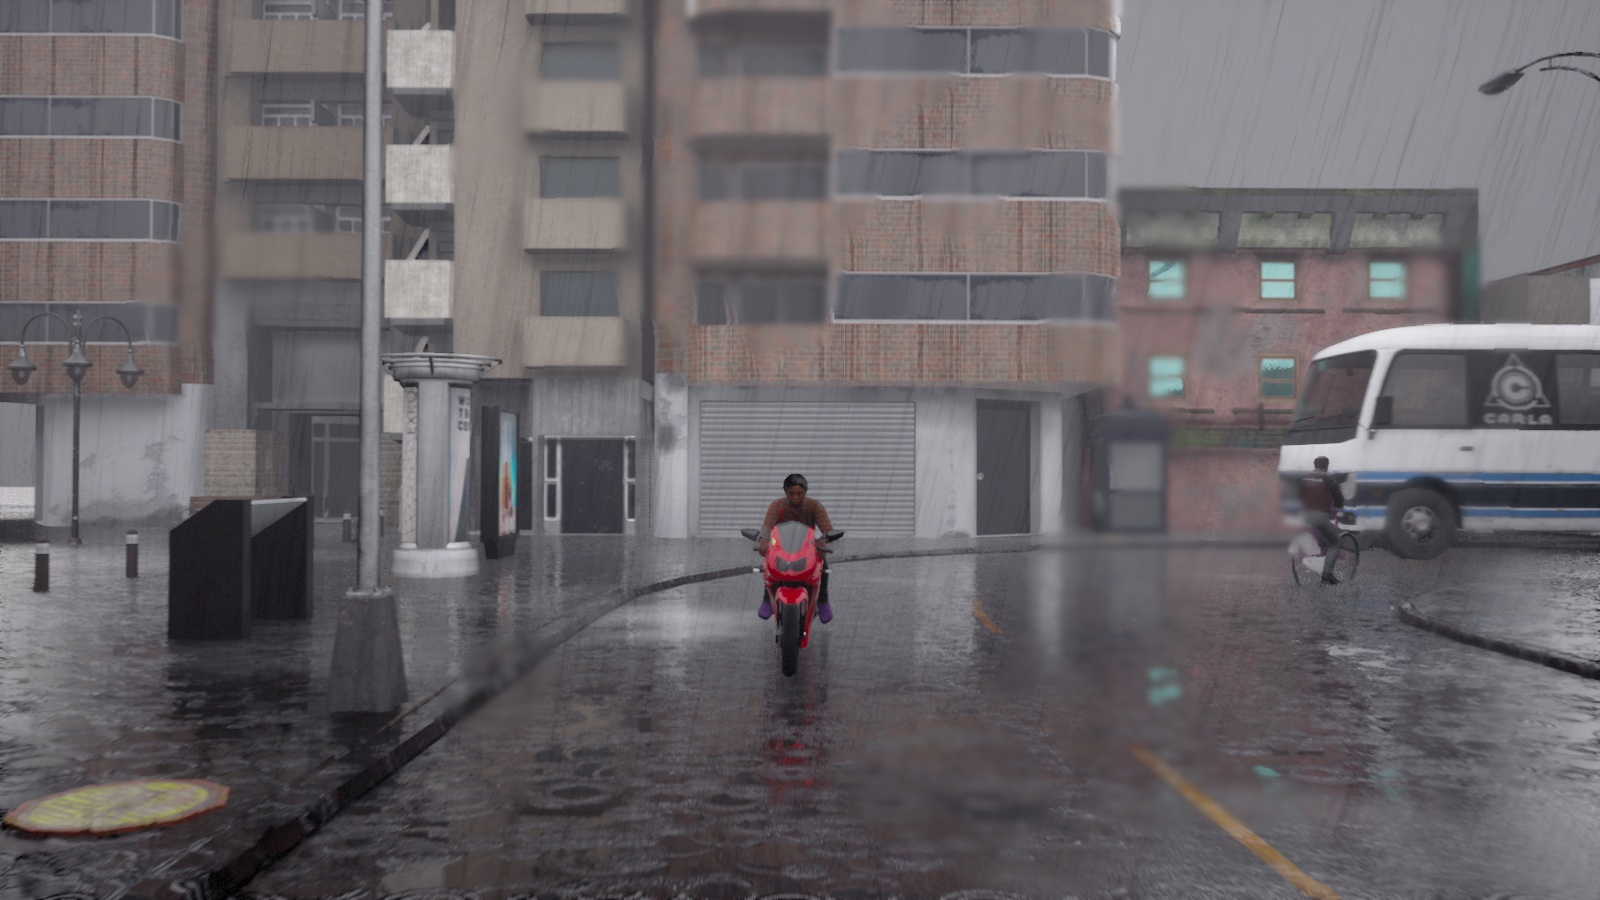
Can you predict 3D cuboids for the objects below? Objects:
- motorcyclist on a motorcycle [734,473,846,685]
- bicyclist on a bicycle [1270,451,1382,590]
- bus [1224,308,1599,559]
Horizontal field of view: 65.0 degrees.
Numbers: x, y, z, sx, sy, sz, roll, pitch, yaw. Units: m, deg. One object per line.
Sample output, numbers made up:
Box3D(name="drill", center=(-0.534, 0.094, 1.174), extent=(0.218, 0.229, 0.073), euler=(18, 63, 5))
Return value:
Box3D(name="motorcyclist on a motorcycle", center=(-0.037, 0.947, 10.082), extent=(0.797, 1.523, 2.044), euler=(0, -1, 2))
Box3D(name="bicyclist on a bicycle", center=(7.127, 0.912, 16.981), extent=(1.843, 1.776, 0.659), euler=(0, 1, -42))
Box3D(name="bus", center=(13.709, -0.265, 23.364), extent=(10.273, 4.253, 3.944), euler=(0, -1, -1))
